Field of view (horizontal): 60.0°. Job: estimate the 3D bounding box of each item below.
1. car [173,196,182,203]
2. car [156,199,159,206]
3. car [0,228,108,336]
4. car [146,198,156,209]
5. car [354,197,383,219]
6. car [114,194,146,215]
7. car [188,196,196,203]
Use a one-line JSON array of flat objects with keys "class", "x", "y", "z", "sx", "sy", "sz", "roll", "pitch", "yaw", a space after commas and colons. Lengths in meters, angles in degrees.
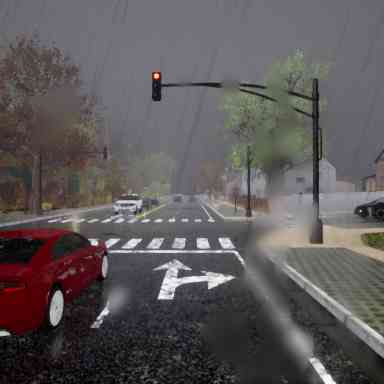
[{"class": "car", "x": -3.187, "y": 1.618, "z": 74.033, "sx": 2.033, "sy": 1.411, "sz": 5.357, "roll": 0, "pitch": 0, "yaw": 0}, {"class": "car", "x": -6.547, "y": 1.610, "z": 54.955, "sx": 1.994, "sy": 1.385, "sz": 4.181, "roll": 0, "pitch": 0, "yaw": 0}, {"class": "car", "x": -3.145, "y": 1.480, "z": 6.878, "sx": 1.882, "sy": 1.535, "sz": 5.008, "roll": 0, "pitch": 0, "yaw": 0}, {"class": "car", "x": -6.565, "y": 1.524, "z": 44.905, "sx": 2.128, "sy": 1.511, "sz": 4.902, "roll": 0, "pitch": 0, "yaw": 0}, {"class": "car", "x": 13.266, "y": 1.034, "z": 22.489, "sx": 4.181, "sy": 1.385, "sz": 1.994, "roll": -2, "pitch": -1, "yaw": -6}, {"class": "car", "x": -6.574, "y": 1.243, "z": 34.869, "sx": 2.150, "sy": 2.045, "sz": 5.566, "roll": 0, "pitch": 0, "yaw": 0}, {"class": "car", "x": 0.055, "y": 1.617, "z": 73.934, "sx": 2.033, "sy": 1.411, "sz": 5.357, "roll": 0, "pitch": 0, "yaw": 0}]
